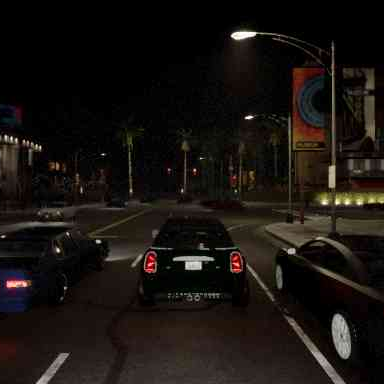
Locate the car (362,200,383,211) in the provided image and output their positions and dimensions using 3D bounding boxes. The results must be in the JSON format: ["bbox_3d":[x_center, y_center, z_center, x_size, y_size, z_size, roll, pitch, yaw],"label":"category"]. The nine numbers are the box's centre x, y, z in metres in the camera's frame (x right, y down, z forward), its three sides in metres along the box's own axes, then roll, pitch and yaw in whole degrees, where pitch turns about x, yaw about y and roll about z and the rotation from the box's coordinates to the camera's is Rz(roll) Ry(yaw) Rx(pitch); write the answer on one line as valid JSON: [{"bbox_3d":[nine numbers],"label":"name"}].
[{"bbox_3d":[23.252,1.600,40.139,4.718,1.301,1.895,0,0,-1],"label":"car"}]

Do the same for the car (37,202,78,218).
[{"bbox_3d":[-10.707,1.526,26.879,1.812,1.442,4.674,0,0,0],"label":"car"}]

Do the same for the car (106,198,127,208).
[{"bbox_3d":[-10.676,1.547,47.547,2.033,1.411,5.357,0,0,1],"label":"car"}]

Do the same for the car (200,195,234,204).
[{"bbox_3d":[3.023,1.491,45.593,2.128,1.511,4.902,0,0,-37],"label":"car"}]

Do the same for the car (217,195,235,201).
[{"bbox_3d":[9.161,1.500,88.943,4.892,1.490,1.837,0,0,-37],"label":"car"}]

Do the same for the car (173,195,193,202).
[{"bbox_3d":[-2.016,1.540,77.768,2.033,1.411,5.357,0,0,33],"label":"car"}]

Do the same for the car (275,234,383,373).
[{"bbox_3d":[2.880,1.480,5.816,2.097,1.535,5.008,0,0,-1],"label":"car"}]

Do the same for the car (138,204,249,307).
[{"bbox_3d":[0.032,1.352,8.153,2.097,1.767,4.553,0,0,0],"label":"car"}]

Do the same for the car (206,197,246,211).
[{"bbox_3d":[4.211,1.564,39.190,4.181,1.385,1.994,0,0,30],"label":"car"}]

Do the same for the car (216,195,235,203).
[{"bbox_3d":[7.337,1.500,72.769,1.837,1.490,4.892,0,0,40],"label":"car"}]

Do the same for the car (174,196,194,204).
[{"bbox_3d":[-1.141,1.477,63.805,1.882,1.535,5.008,0,0,19],"label":"car"}]

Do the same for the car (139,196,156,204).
[{"bbox_3d":[-8.538,1.506,64.063,1.837,1.490,4.892,0,0,16],"label":"car"}]

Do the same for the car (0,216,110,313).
[{"bbox_3d":[-3.469,1.547,7.934,2.033,1.411,5.357,0,0,0],"label":"car"}]
